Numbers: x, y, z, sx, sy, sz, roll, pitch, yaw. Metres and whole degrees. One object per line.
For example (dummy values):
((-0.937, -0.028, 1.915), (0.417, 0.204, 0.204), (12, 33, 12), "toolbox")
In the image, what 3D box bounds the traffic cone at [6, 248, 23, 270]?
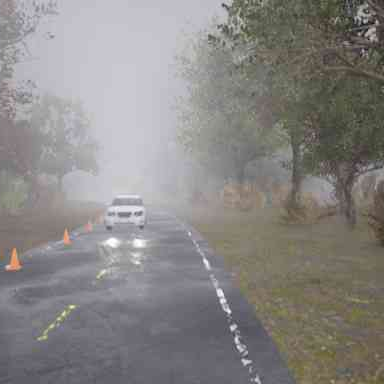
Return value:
((-5.207, 1.949, 9.764), (0.340, 0.580, 0.340), (0, 0, -3), "traffic cone")

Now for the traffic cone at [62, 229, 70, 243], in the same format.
((-5.558, 1.947, 14.682), (0.340, 0.580, 0.340), (0, 0, -5), "traffic cone")

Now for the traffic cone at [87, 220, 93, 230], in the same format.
((-6.036, 1.944, 19.588), (0.340, 0.580, 0.340), (0, 0, -6), "traffic cone")

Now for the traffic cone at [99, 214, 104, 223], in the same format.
((-6.641, 1.942, 24.481), (0.340, 0.580, 0.340), (0, 0, -8), "traffic cone")

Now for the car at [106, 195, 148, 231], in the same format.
((-4.017, 1.211, 20.934), (2.150, 2.045, 5.566), (0, 0, -7), "car")
